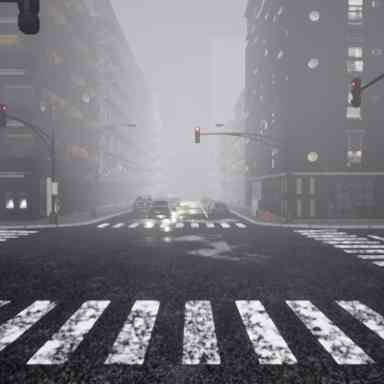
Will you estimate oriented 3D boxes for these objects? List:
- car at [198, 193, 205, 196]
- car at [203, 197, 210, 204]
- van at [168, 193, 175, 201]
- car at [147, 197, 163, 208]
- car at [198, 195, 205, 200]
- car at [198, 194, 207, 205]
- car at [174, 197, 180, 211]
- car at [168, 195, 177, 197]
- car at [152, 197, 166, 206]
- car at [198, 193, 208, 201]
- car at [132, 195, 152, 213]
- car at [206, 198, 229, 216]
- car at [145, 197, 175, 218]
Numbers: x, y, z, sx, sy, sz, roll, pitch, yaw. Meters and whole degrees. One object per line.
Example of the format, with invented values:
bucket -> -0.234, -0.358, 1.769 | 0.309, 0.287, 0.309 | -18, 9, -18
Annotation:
car -> 2.578, 1.532, 75.801 | 1.802, 1.307, 4.206 | -1, 0, 0
car -> 2.566, 1.529, 37.026 | 2.008, 1.369, 4.403 | -1, 0, 0
van -> -5.302, 1.281, 86.922 | 1.690, 1.788, 3.998 | -1, 0, 0
car -> -5.312, 1.496, 47.992 | 1.752, 1.417, 4.829 | -1, 0, 0
car -> 2.583, 1.516, 92.418 | 1.802, 1.307, 4.206 | -1, 0, 0
car -> 2.572, 1.508, 59.183 | 1.887, 1.381, 4.507 | -1, 0, 0
car -> -2.826, 1.577, 40.321 | 1.895, 1.301, 4.718 | 0, 0, 0
car -> -2.759, 1.517, 50.971 | 2.033, 1.411, 5.357 | 0, 0, 1
car -> -5.309, 1.549, 53.700 | 1.802, 1.307, 4.206 | -1, 0, 0
car -> 2.576, 1.260, 81.340 | 2.192, 1.841, 5.009 | -1, 0, 0
car -> -5.318, 1.294, 37.088 | 2.192, 1.841, 5.009 | -1, 0, 0
car -> 2.564, 1.564, 31.487 | 1.802, 1.307, 4.206 | -1, 0, 0
car -> -2.833, 1.488, 30.221 | 1.837, 1.490, 4.892 | 0, 0, 0
